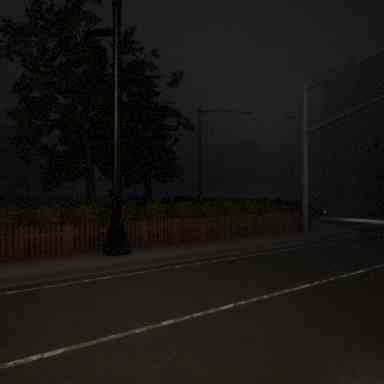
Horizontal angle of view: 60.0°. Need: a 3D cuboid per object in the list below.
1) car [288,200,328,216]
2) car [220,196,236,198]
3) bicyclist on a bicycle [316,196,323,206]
[{"bbox_3d":[10.260,1.500,31.190,2.128,1.511,4.902,0,0,-35],"label":"car"},{"bbox_3d":[4.591,1.361,45.905,2.097,1.767,4.553,0,0,-35],"label":"car"},{"bbox_3d":[16.093,1.315,42.070,1.656,1.620,0.582,0,0,-35],"label":"bicyclist on a bicycle"}]
